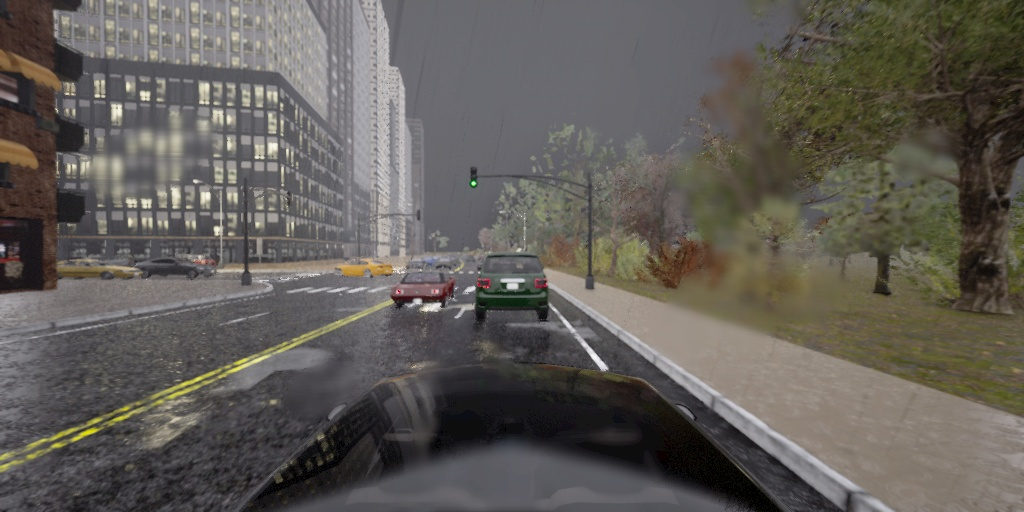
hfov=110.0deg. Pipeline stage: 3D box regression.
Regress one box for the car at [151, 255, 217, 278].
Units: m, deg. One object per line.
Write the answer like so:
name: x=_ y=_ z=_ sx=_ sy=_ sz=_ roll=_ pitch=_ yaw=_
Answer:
car: x=-23.792 y=0.801 z=25.429 sx=4.674 sy=1.442 sz=1.812 roll=1 pitch=1 yaw=-8

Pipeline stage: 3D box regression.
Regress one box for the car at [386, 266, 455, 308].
car: x=-3.416 y=1.250 z=14.636 sx=1.895 sy=1.301 sz=4.718 roll=0 pitch=0 yaw=-4

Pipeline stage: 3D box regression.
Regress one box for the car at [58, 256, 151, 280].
car: x=-26.141 y=0.791 z=22.315 sx=4.829 sy=1.417 sz=1.751 roll=0 pitch=0 yaw=-10

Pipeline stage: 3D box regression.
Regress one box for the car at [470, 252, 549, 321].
car: x=-0.034 y=0.887 z=12.282 sx=2.150 sy=2.045 sz=5.566 roll=0 pitch=0 yaw=-1

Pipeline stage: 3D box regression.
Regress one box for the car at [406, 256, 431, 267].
car: x=-11.682 y=0.971 z=44.303 sx=1.994 sy=1.385 sz=4.181 roll=0 pitch=0 yaw=-5

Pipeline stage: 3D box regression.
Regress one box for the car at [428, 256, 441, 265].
car: x=-13.567 y=0.764 z=63.270 sx=1.812 sy=1.442 sz=4.674 roll=0 pitch=1 yaw=-7

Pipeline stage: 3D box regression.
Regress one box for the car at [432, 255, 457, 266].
car: x=-8.534 y=0.940 z=45.727 sx=2.033 sy=1.411 sz=5.357 roll=0 pitch=1 yaw=-5

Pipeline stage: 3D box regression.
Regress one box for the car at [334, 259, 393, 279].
car: x=-11.983 y=1.003 z=28.872 sx=5.008 sy=1.535 sz=1.882 roll=1 pitch=-1 yaw=23

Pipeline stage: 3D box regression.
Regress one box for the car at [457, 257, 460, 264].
car: x=-9.472 y=0.852 z=55.756 sx=2.033 sy=1.411 sz=5.357 roll=0 pitch=1 yaw=-6
